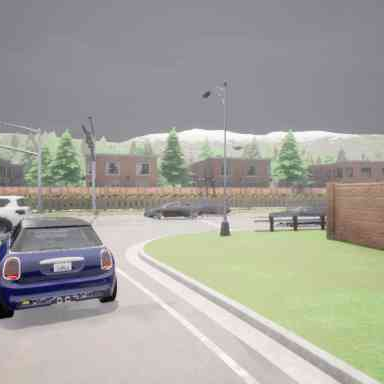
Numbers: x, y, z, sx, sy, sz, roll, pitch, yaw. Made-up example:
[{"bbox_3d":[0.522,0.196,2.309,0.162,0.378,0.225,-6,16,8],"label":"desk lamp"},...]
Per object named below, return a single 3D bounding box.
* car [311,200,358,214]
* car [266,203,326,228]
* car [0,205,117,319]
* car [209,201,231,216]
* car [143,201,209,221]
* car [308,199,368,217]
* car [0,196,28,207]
[{"bbox_3d":[14.906,1.563,34.820,4.181,1.385,1.994,0,0,-14],"label":"car"},{"bbox_3d":[7.668,1.547,22.233,5.357,1.411,2.033,0,0,-14],"label":"car"},{"bbox_3d":[-3.306,1.352,7.765,2.097,1.767,4.553,0,0,-29],"label":"car"},{"bbox_3d":[0.977,1.547,31.403,5.357,1.411,2.033,0,0,-14],"label":"car"},{"bbox_3d":[-1.481,1.492,27.195,4.902,1.511,2.128,0,0,-14],"label":"car"},{"bbox_3d":[13.501,1.477,30.873,5.008,1.535,1.882,0,0,-14],"label":"car"},{"bbox_3d":[-11.484,1.221,17.533,5.566,2.045,2.150,0,0,-14],"label":"car"}]
